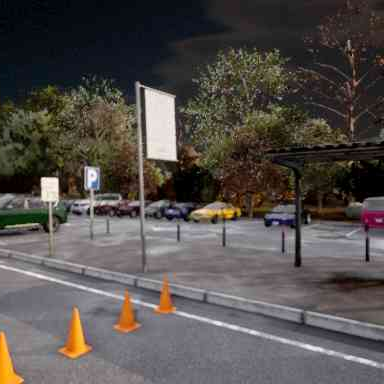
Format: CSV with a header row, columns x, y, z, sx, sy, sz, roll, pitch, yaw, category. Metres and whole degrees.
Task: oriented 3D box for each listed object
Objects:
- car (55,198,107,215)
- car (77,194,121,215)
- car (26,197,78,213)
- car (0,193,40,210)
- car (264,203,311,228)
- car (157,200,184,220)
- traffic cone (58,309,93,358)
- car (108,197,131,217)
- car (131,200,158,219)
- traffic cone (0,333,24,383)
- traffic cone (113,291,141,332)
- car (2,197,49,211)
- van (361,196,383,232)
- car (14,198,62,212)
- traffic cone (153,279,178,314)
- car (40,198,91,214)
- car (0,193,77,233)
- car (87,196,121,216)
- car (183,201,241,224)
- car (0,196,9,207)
x,y,z,sx,sy,sz,roll,pitch,yaw,category
-11.637,1.472,35.218,2.231,1.521,4.892,0,0,35,car
-9.380,1.221,33.604,2.435,2.045,5.566,0,0,35,car
-16.073,1.456,38.567,1.946,1.575,5.366,0,0,35,car
-23.010,1.168,43.180,2.435,2.045,5.566,0,0,35,car
6.519,1.516,22.435,2.163,1.488,4.792,0,0,35,car
-0.262,1.510,27.269,2.163,1.488,4.792,0,0,35,car
-1.657,1.959,4.732,0.340,0.580,0.340,0,0,35,traffic cone
-4.817,1.476,30.441,2.097,1.535,5.008,0,0,35,car
-2.545,1.479,28.846,2.231,1.521,4.892,0,0,35,car
-2.232,1.959,3.915,0.340,0.580,0.340,0,0,35,traffic cone
-1.082,1.959,5.549,0.340,0.580,0.340,0,0,35,traffic cone
-20.708,1.466,41.633,2.163,1.488,4.792,0,0,35,car
11.144,1.264,19.363,1.878,1.987,4.442,0,0,35,van
-18.464,1.482,39.985,2.163,1.488,4.792,0,0,35,car
-0.507,1.959,6.364,0.340,0.580,0.340,0,0,36,traffic cone
-13.910,1.466,36.815,2.097,1.535,5.008,0,0,35,car
-9.372,1.227,17.615,2.435,2.045,5.566,0,0,35,car
-7.089,1.474,32.036,2.097,1.535,5.008,0,0,35,car
1.886,1.479,25.498,1.946,1.575,5.366,0,0,35,car
-29.702,1.351,48.144,1.946,1.575,5.366,1,0,35,car
